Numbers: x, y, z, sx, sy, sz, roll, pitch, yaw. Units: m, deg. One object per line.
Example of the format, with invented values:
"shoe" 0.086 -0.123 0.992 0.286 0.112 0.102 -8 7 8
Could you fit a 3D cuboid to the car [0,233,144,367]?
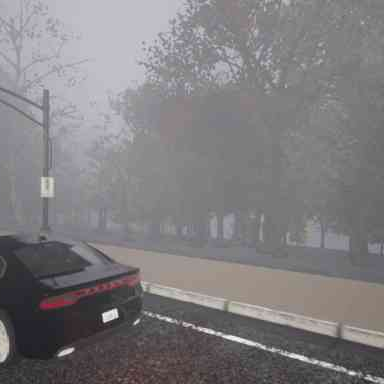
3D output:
"car" -3.063 1.476 5.864 5.008 1.535 1.882 0 0 37
